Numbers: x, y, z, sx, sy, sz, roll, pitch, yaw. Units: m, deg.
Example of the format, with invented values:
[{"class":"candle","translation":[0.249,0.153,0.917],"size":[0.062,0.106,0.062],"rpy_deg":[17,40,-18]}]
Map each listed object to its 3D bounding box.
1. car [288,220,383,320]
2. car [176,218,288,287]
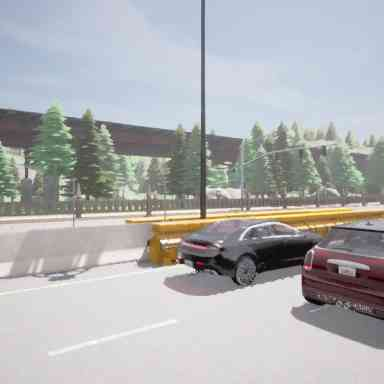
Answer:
[{"class":"car","translation":[4.343,1.352,6.845],"size":[4.553,1.767,2.097],"rpy_deg":[0,0,-36]},{"class":"car","translation":[1.886,1.492,9.389],"size":[4.902,1.511,2.128],"rpy_deg":[0,0,-35]}]
